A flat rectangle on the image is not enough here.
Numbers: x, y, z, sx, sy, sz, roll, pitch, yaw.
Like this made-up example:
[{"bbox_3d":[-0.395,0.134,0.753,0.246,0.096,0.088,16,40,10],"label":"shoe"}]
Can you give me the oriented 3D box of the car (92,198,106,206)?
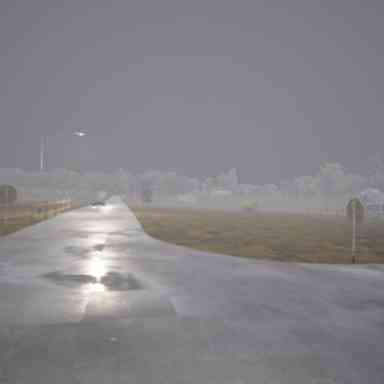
[{"bbox_3d":[-15.524,1.690,55.673,1.994,1.385,4.181,1,-1,-12],"label":"car"}]
